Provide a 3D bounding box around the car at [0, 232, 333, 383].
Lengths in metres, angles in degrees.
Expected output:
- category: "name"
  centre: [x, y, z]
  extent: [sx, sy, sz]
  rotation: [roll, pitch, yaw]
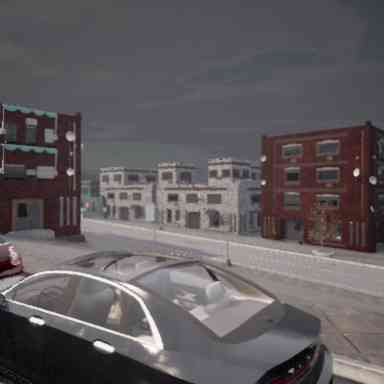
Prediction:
- category: "car"
  centre: [-0.980, 1.461, 3.951]
  extent: [4.892, 1.521, 2.231]
  rotation: [0, 0, 35]
